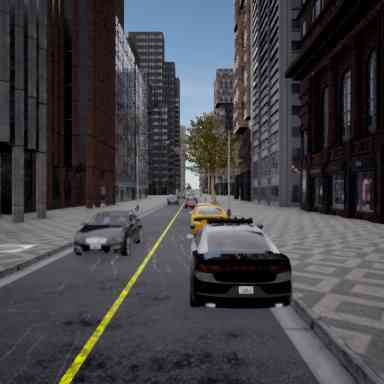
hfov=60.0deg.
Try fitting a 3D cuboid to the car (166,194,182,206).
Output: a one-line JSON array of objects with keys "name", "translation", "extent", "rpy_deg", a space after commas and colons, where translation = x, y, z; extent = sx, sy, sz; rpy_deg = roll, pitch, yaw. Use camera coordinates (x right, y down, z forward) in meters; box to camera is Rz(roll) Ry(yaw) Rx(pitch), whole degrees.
[{"name": "car", "translation": [-3.097, 1.504, 54.552], "extent": [1.837, 1.490, 4.892], "rpy_deg": [0, 0, 0]}]

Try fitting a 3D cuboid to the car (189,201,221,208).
[{"name": "car", "translation": [0.897, 1.478, 18.005], "extent": [1.882, 1.535, 5.008], "rpy_deg": [0, 0, 0]}]

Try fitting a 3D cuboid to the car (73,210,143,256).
[{"name": "car", "translation": [-3.101, 1.491, 13.138], "extent": [2.128, 1.511, 4.902], "rpy_deg": [0, 0, 0]}]

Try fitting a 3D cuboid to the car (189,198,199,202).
[{"name": "car", "translation": [0.896, 1.455, 24.196], "extent": [1.801, 1.575, 5.366], "rpy_deg": [0, 0, 0]}]

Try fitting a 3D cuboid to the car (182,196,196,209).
[{"name": "car", "translation": [0.013, 1.563, 45.951], "extent": [1.994, 1.385, 4.181], "rpy_deg": [0, 0, 1]}]

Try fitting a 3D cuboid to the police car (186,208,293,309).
[{"name": "police car", "translation": [0.899, 1.425, 8.115], "extent": [1.930, 1.638, 5.238], "rpy_deg": [0, 0, 0]}]

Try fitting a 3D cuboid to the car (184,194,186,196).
[{"name": "car", "translation": [-0.008, 1.476, 58.558], "extent": [1.882, 1.535, 5.008], "rpy_deg": [0, 0, 0]}]
